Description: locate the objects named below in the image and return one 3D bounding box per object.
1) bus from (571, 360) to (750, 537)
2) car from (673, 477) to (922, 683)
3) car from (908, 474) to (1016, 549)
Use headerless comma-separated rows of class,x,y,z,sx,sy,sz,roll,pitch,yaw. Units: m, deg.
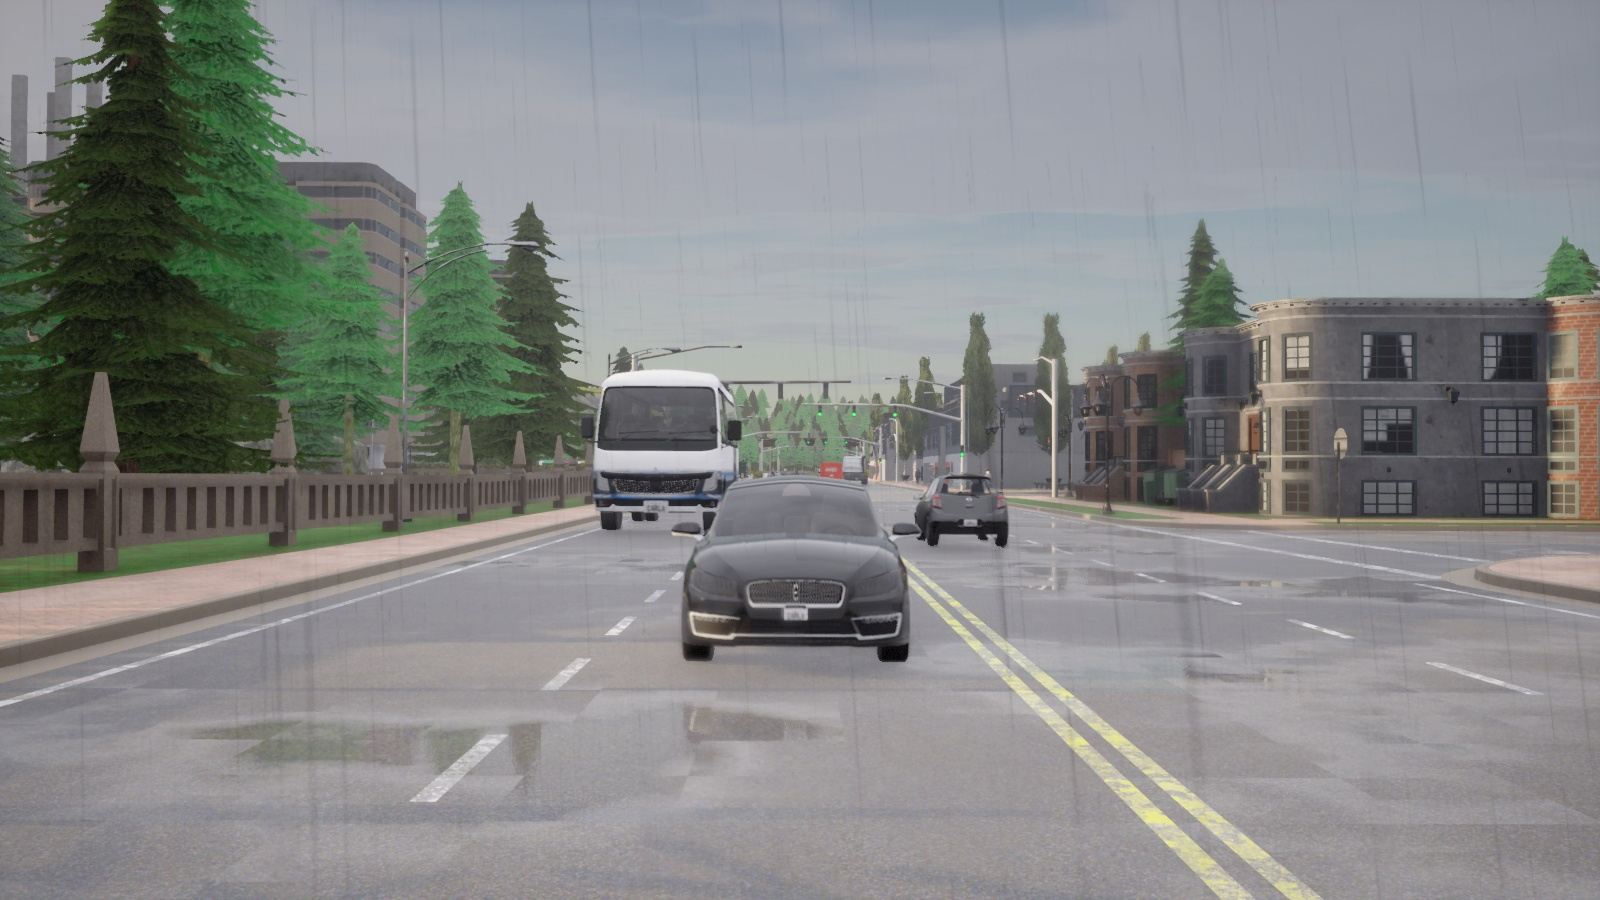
bus,-3.588,0.048,35.556,3.944,4.253,10.273,0,-1,0
car,-0.027,1.016,11.734,1.837,1.490,4.892,0,-1,0
car,3.436,1.271,27.236,1.845,1.501,3.633,0,-1,0
